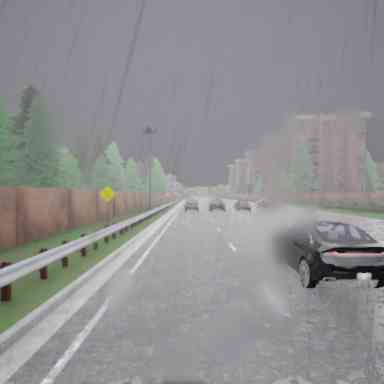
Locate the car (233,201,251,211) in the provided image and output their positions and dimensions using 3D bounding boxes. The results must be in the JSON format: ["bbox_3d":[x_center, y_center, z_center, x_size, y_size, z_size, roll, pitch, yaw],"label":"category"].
[{"bbox_3d":[6.938,1.904,46.130,2.033,1.411,5.357,0,0,0],"label":"car"}]

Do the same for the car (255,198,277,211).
[{"bbox_3d":[10.440,1.849,46.407,1.837,1.490,4.892,0,0,0],"label":"car"}]

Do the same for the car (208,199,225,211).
[{"bbox_3d":[3.437,1.730,46.946,2.097,1.767,4.553,0,-1,0],"label":"car"}]

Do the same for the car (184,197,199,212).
[{"bbox_3d":[-0.054,1.875,45.473,2.128,1.511,4.902,0,0,0],"label":"car"}]

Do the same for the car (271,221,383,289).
[{"bbox_3d":[3.584,1.556,9.348,2.128,1.511,4.902,0,0,0],"label":"car"}]

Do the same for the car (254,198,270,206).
[{"bbox_3d":[13.797,1.968,65.802,1.882,1.535,5.008,0,0,0],"label":"car"}]
